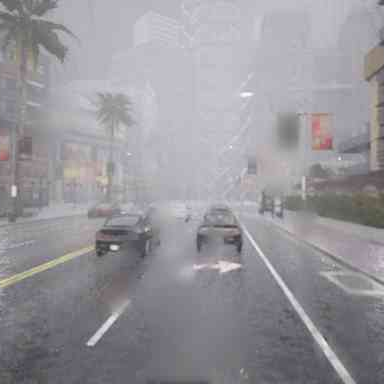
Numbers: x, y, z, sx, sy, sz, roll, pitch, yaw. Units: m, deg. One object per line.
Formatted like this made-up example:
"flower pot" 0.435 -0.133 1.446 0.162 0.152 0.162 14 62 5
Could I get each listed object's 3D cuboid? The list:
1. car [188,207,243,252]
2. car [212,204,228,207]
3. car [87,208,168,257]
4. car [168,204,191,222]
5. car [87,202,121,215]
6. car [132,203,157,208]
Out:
"car" 1.201 1.640 14.726 2.128 1.511 4.902 0 -1 5
"car" 2.381 1.792 28.525 1.837 1.490 4.892 0 -1 5
"car" -2.402 1.624 13.569 1.837 1.490 4.892 0 0 5
"car" -1.093 1.800 28.977 1.812 1.442 4.674 0 -1 5
"car" -8.072 1.729 31.078 1.882 1.535 5.008 0 -1 6
"car" -4.505 1.771 31.601 2.128 1.511 4.902 0 -1 5
